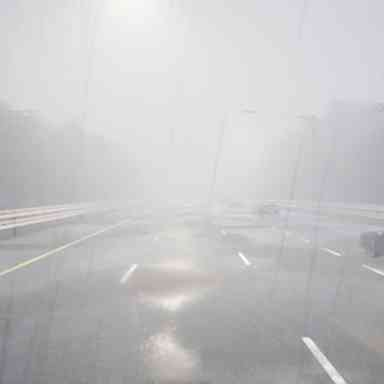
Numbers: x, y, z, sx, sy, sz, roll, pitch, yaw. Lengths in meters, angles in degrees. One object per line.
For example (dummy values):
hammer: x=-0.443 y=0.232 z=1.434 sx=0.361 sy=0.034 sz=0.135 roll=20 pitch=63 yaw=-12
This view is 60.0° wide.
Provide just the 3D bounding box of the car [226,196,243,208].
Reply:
car: x=7.158 y=1.838 z=54.237 sx=1.994 sy=1.385 sz=4.181 roll=0 pitch=-1 yaw=0

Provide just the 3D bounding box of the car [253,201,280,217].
car: x=7.054 y=1.565 z=31.858 sx=2.128 sy=1.511 sz=4.902 roll=0 pitch=0 yaw=0

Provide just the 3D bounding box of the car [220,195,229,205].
car: x=7.281 y=1.736 z=72.405 sx=2.150 sy=2.045 sz=5.566 roll=0 pitch=-1 yaw=0

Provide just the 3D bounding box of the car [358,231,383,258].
car: x=7.009 y=1.554 z=9.754 sx=2.033 sy=1.411 sz=5.357 roll=0 pitch=0 yaw=0
